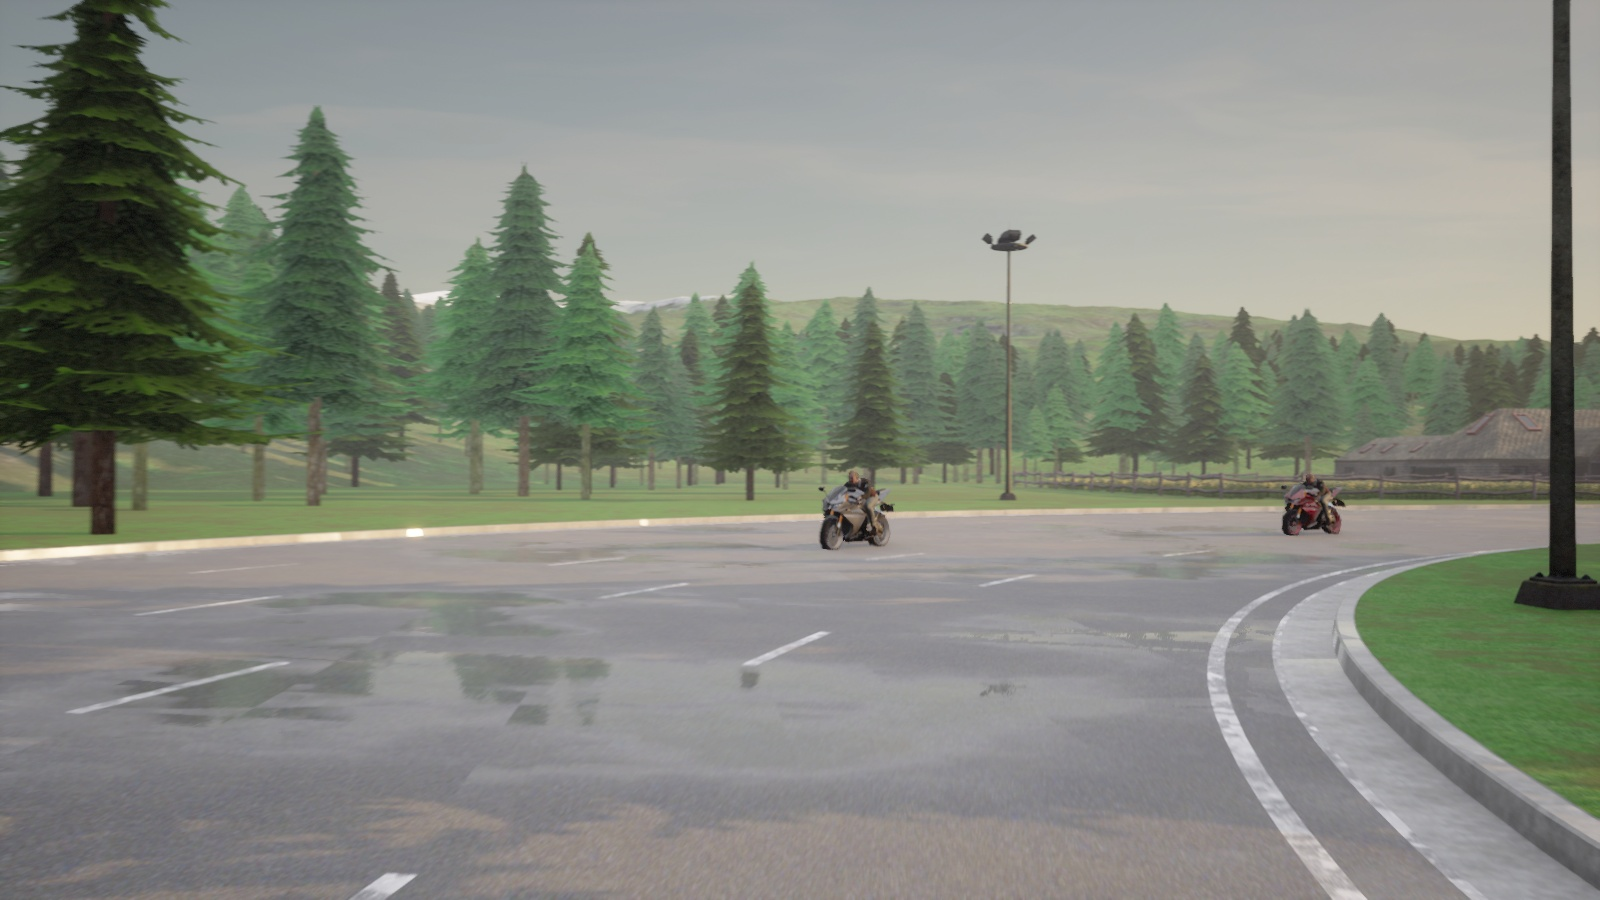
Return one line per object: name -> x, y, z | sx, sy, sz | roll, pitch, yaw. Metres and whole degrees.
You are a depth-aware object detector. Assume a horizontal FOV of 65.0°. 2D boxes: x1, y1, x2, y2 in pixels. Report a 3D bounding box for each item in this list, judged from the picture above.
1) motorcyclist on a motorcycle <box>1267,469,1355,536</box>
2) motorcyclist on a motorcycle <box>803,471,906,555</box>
motorcyclist on a motorcycle -> 12.250, 1.228, 30.063 | 2.191, 1.530, 0.866 | 0, 0, -34
motorcyclist on a motorcycle -> 1.076, 1.172, 24.188 | 0.866, 1.530, 2.191 | 0, -1, 38
